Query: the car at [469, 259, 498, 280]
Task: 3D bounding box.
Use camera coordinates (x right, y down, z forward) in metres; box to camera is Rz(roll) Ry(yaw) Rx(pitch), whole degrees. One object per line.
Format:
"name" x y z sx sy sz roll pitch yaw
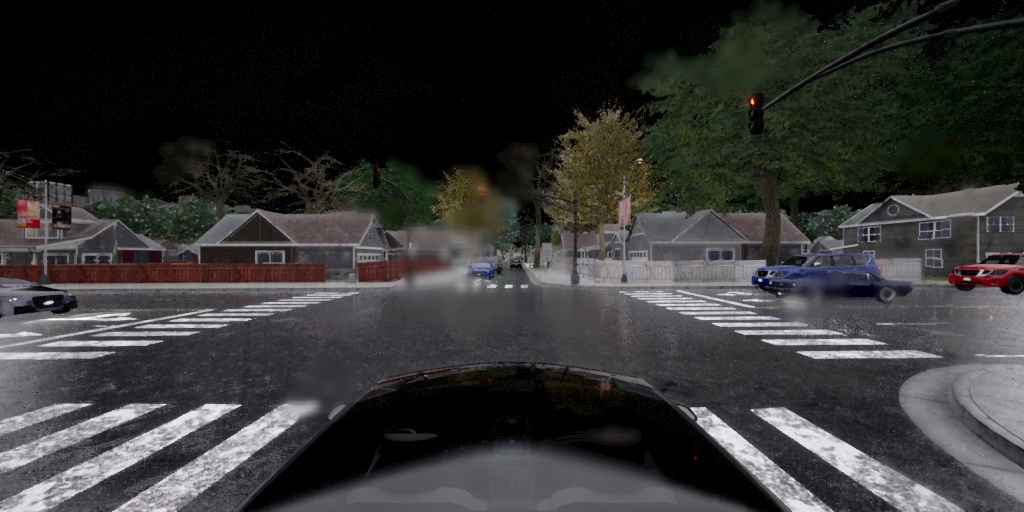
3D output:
"car" -2.589 1.241 31.401 1.882 1.535 5.008 0 0 1

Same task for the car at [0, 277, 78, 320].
"car" -17.596 1.410 12.128 4.181 1.385 1.994 0 0 1

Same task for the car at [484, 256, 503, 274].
"car" -2.394 0.993 41.637 2.150 2.045 5.566 0 0 1

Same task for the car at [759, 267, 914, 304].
"car" 13.548 1.260 15.079 4.718 1.301 1.895 0 0 1

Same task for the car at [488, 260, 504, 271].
"car" -2.261 1.330 51.954 2.033 1.411 5.357 0 0 1

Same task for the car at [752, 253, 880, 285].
"car" 15.476 0.868 18.312 5.566 2.045 2.150 0 0 1

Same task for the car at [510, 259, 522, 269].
"car" 0.672 1.291 58.414 1.837 1.490 4.892 0 -1 1

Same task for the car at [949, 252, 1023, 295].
"car" 25.842 0.811 18.132 5.566 2.045 2.150 0 0 1
